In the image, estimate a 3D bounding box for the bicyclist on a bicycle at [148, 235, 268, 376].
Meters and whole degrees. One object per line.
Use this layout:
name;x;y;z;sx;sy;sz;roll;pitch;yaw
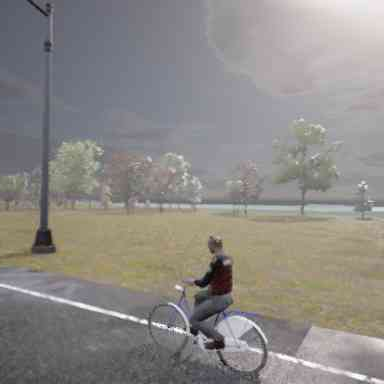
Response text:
bicyclist on a bicycle;0.128;1.467;4.564;1.843;1.776;0.659;0;-1;31
